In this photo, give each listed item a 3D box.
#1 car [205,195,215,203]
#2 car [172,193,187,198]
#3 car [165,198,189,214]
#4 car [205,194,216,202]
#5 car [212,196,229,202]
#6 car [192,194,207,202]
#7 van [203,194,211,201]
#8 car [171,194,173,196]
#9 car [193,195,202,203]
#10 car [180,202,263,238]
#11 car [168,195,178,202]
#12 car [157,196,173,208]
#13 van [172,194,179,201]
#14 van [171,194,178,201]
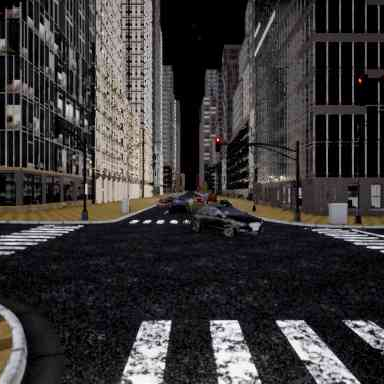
[{"bbox_3d":[3.717,1.432,69.445,1.967,1.590,4.097,0,0,0],"label":"car"},{"bbox_3d":[-1.612,1.359,53.647,2.097,1.767,4.553,0,0,0],"label":"car"},{"bbox_3d":[-1.536,1.617,35.634,1.895,1.301,4.718,0,0,0],"label":"car"},{"bbox_3d":[3.744,1.313,63.916,2.192,1.841,5.009,0,0,0],"label":"car"},{"bbox_3d":[3.900,1.579,41.808,1.947,1.339,4.313,0,0,0],"label":"car"},{"bbox_3d":[1.274,1.599,63.092,1.895,1.301,4.718,0,0,0],"label":"car"},{"bbox_3d":[3.663,1.321,80.499,1.690,1.788,3.998,0,0,0],"label":"van"},{"bbox_3d":[-4.136,1.564,63.878,1.947,1.339,4.313,0,0,0],"label":"car"},{"bbox_3d":[1.145,1.488,73.260,1.837,1.490,4.892,0,0,0],"label":"car"},{"bbox_3d":[1.720,1.518,18.193,2.128,1.511,4.902,0,0,-34],"label":"car"},{"bbox_3d":[-4.190,1.426,74.934,1.967,1.590,4.097,0,0,0],"label":"car"},{"bbox_3d":[-4.056,1.593,47.296,1.802,1.307,4.206,0,0,0],"label":"car"},{"bbox_3d":[-4.244,1.315,85.989,1.690,1.788,3.998,0,0,0],"label":"van"},{"bbox_3d":[-4.217,1.321,80.461,1.690,1.788,3.998,0,0,0],"label":"van"}]
